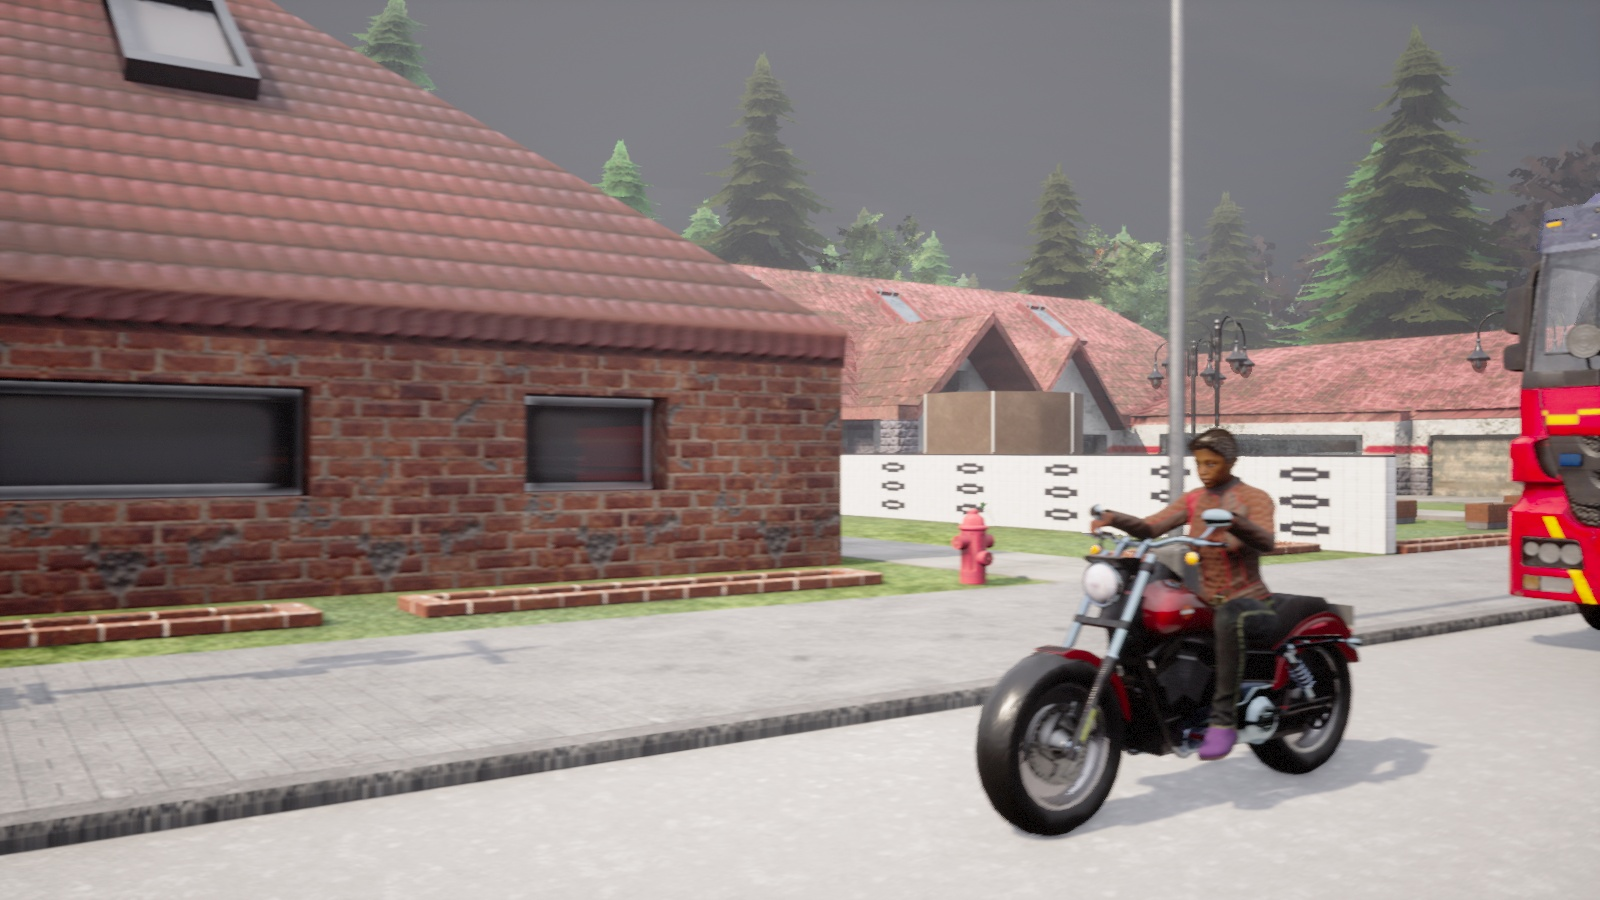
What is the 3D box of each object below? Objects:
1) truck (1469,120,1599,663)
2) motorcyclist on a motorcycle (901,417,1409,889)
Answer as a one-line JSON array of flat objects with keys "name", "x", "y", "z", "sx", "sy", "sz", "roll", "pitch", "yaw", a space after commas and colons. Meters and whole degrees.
[{"name": "truck", "x": 9.415, "y": -0.413, "z": 10.827, "sx": 8.468, "sy": 3.827, "sz": 2.891, "roll": 0, "pitch": 0, "yaw": -35}, {"name": "motorcyclist on a motorcycle", "x": 1.591, "y": 0.705, "z": 5.377, "sx": 2.350, "sy": 1.649, "sz": 0.766, "roll": 0, "pitch": 0, "yaw": -35}]
